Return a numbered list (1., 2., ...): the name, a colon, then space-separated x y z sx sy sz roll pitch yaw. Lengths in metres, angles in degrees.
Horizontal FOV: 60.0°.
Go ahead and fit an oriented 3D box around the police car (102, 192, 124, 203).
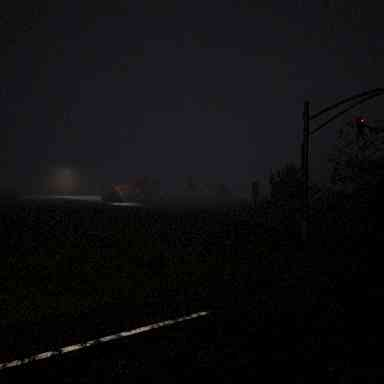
1. police car: -11.831 0.822 49.772 2.038 1.542 4.974 1 0 -32
